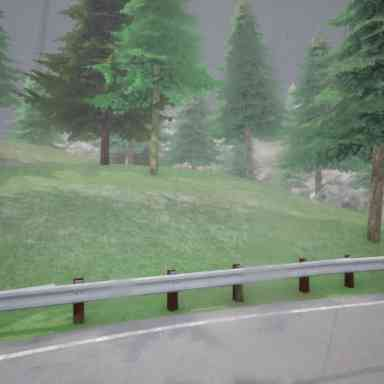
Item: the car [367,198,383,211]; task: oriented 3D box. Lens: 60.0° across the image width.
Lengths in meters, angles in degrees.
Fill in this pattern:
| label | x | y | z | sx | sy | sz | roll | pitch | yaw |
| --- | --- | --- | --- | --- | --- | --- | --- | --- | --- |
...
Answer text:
| label | x | y | z | sx | sy | sz | roll | pitch | yaw |
| --- | --- | --- | --- | --- | --- | --- | --- | --- | --- |
| car | 16.046 | 1.232 | 32.960 | 2.150 | 2.045 | 5.566 | 0 | 1 | -15 |
